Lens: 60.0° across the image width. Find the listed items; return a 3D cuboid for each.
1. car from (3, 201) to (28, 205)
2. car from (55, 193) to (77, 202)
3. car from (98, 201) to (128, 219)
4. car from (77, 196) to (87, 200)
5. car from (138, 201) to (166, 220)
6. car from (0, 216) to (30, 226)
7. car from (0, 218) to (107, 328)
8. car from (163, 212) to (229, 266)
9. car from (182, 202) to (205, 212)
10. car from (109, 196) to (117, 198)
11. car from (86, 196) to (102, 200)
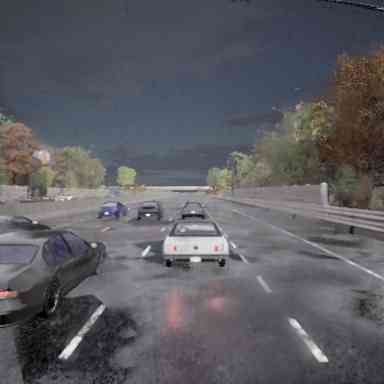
[{"bbox_3d":[-17.586,1.573,33.103,2.033,1.411,5.357,0,0,0],"label":"car"},{"bbox_3d":[-27.976,1.267,73.034,2.150,2.045,5.566,0,0,0],"label":"car"},{"bbox_3d":[-6.891,1.546,29.139,1.812,1.442,4.674,0,0,0],"label":"car"},{"bbox_3d":[-24.476,1.557,74.862,1.812,1.442,4.674,0,0,0],"label":"car"},{"bbox_3d":[-3.390,1.524,28.129,1.837,1.490,4.892,0,0,0],"label":"car"},{"bbox_3d":[-6.896,1.569,12.433,1.994,1.385,4.181,0,0,0],"label":"car"},{"bbox_3d":[-3.397,1.550,7.325,2.033,1.411,5.357,0,0,0],"label":"car"},{"bbox_3d":[0.107,1.605,11.543,1.895,1.301,4.718,0,0,0],"label":"car"},{"bbox_3d":[0.109,1.584,28.836,1.994,1.385,4.181,0,0,0],"label":"car"},{"bbox_3d":[-17.476,1.632,73.447,1.895,1.301,4.718,0,0,0],"label":"car"},{"bbox_3d":[-20.976,1.637,73.031,1.895,1.301,4.718,0,0,0],"label":"car"}]
